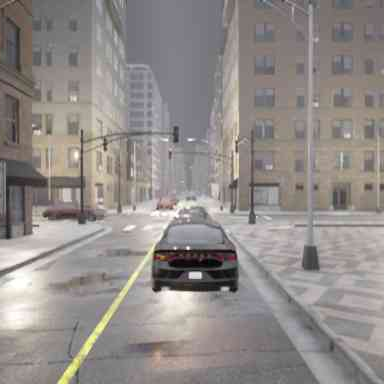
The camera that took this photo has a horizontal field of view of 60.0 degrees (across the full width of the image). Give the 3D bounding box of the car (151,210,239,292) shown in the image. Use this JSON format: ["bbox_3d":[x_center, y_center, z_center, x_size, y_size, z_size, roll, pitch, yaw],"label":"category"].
[{"bbox_3d":[0.057,1.455,8.863,1.882,1.535,5.008,0,0,0],"label":"car"}]

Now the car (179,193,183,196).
[{"bbox_3d":[-3.182,1.345,62.419,1.837,1.490,4.892,0,0,0],"label":"car"}]

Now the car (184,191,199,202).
[{"bbox_3d":[-0.157,1.174,70.601,2.097,1.767,4.553,0,0,0],"label":"car"}]

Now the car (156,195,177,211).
[{"bbox_3d":[-3.181,1.375,40.112,1.882,1.535,5.008,0,0,-1],"label":"car"}]

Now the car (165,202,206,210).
[{"bbox_3d":[0.069,1.499,18.745,2.033,1.411,5.357,0,0,5],"label":"car"}]

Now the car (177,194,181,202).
[{"bbox_3d":[-3.165,1.418,50.580,2.033,1.411,5.357,0,0,0],"label":"car"}]

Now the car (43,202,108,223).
[{"bbox_3d":[-8.572,1.464,24.501,4.674,1.442,1.812,0,0,7],"label":"car"}]

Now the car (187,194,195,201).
[{"bbox_3d":[-0.179,1.249,80.655,1.837,1.490,4.892,0,0,0],"label":"car"}]
